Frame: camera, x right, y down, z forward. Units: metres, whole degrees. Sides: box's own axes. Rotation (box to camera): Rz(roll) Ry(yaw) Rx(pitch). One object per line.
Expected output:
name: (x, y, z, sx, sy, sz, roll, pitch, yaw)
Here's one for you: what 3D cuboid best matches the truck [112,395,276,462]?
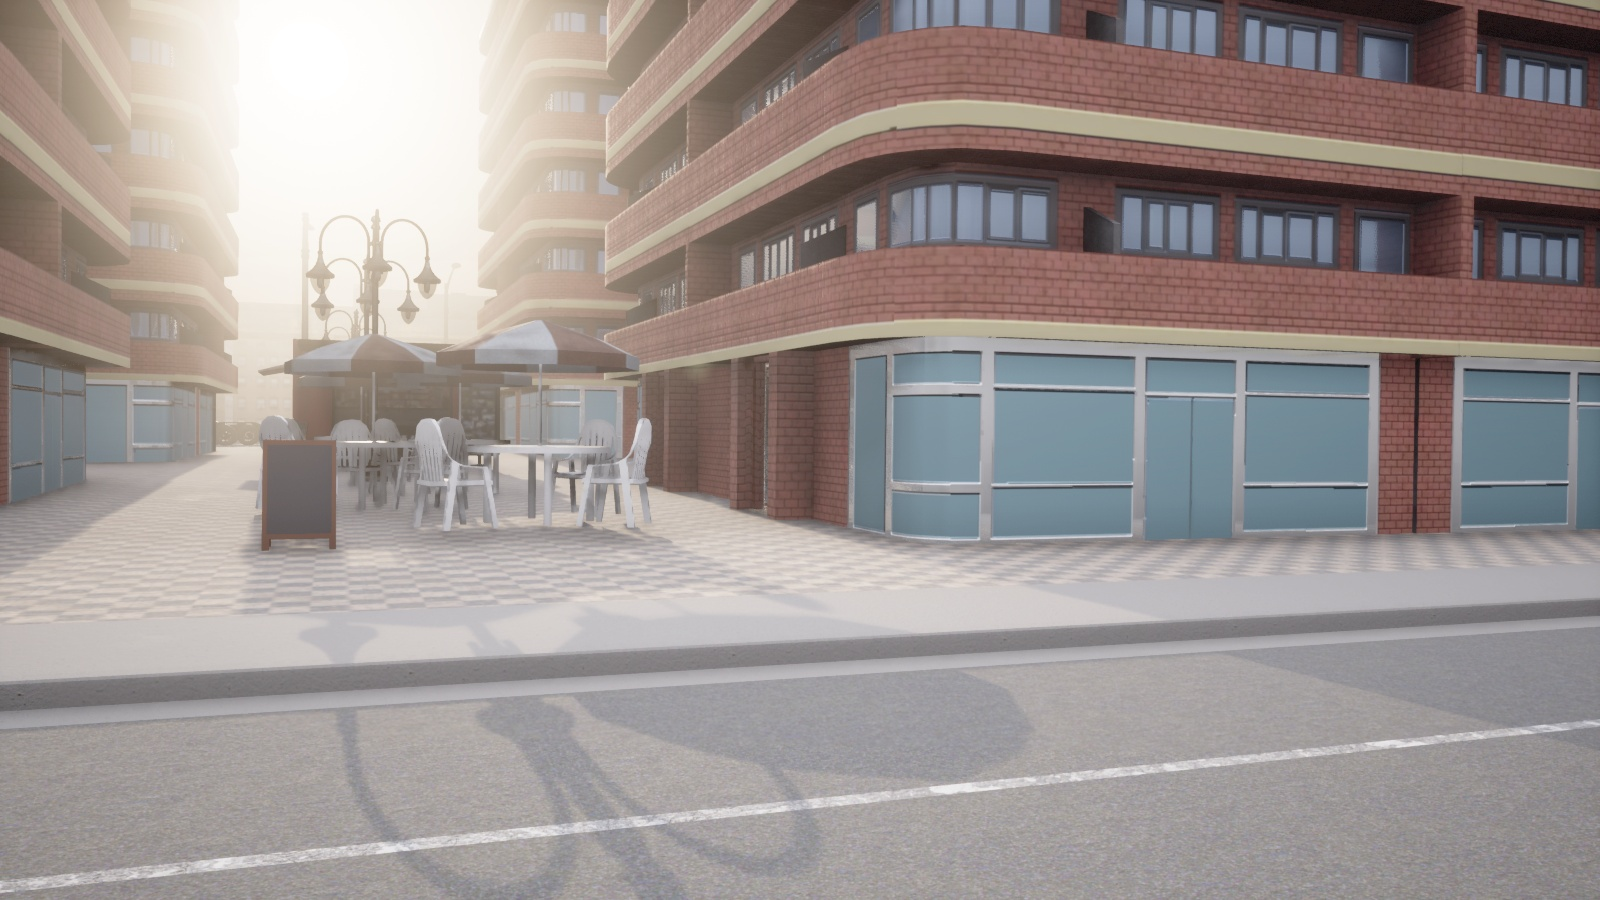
truck: (-33.850, -1.241, 70.484, 7.936, 3.462, 2.891, -2, 1, -21)
